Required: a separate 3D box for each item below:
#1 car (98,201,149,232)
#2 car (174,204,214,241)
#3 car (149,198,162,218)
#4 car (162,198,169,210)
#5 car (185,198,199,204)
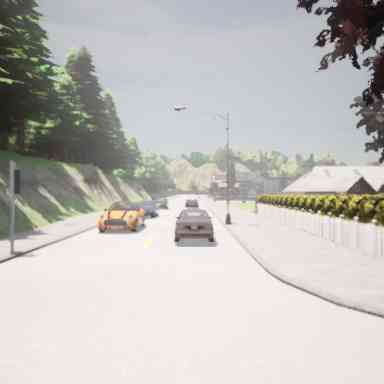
[{"bbox_3d":[-4.096,1.344,19.918,2.097,1.767,4.553,0,0,0],"label":"car"},{"bbox_3d":[0.093,1.540,16.449,2.033,1.411,5.357,0,0,0],"label":"car"},{"bbox_3d":[-4.091,1.513,29.838,1.812,1.442,4.674,0,0,0],"label":"car"},{"bbox_3d":[-4.070,1.474,43.220,2.128,1.511,4.902,0,0,0],"label":"car"},{"bbox_3d":[-0.015,1.545,46.502,1.994,1.385,4.181,0,0,0],"label":"car"}]
